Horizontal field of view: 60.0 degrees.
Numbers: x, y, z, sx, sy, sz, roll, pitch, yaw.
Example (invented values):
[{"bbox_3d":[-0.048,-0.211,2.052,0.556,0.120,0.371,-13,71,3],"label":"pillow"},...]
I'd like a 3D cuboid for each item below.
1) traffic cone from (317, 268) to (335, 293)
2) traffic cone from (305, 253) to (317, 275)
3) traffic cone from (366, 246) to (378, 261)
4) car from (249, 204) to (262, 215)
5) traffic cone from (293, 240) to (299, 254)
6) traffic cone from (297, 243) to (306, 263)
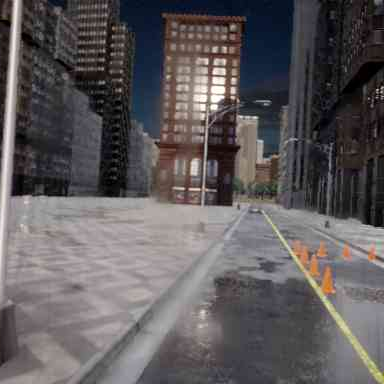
[{"bbox_3d":[3.494,2.249,8.581,0.340,0.580,0.340,3,-1,11],"label":"traffic cone"},{"bbox_3d":[3.862,2.292,10.547,0.340,0.580,0.340,3,-1,11],"label":"traffic cone"},{"bbox_3d":[7.545,2.540,13.921,0.340,0.580,0.340,3,-1,11],"label":"traffic cone"},{"bbox_3d":[9.960,2.704,52.245,2.128,1.511,4.902,3,-1,11],"label":"car"},{"bbox_3d":[4.600,2.379,14.477,0.340,0.580,0.340,3,-1,11],"label":"traffic cone"},{"bbox_3d":[4.232,2.335,12.512,0.340,0.580,0.340,3,-1,11],"label":"traffic cone"}]
